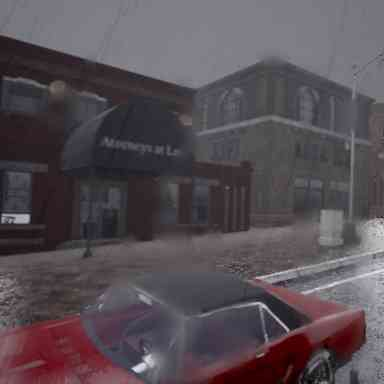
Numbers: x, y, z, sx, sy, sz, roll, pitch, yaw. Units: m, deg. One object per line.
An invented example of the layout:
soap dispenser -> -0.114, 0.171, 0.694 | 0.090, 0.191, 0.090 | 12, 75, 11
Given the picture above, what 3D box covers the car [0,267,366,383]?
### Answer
car -> -0.343, 1.594, 3.317 | 4.718, 1.301, 1.895 | 0, 0, -35
